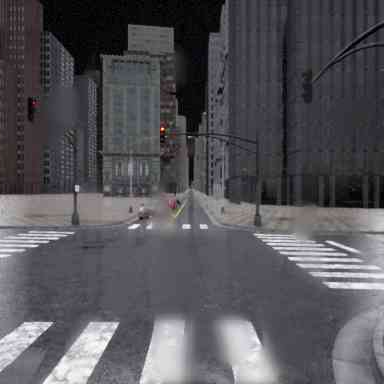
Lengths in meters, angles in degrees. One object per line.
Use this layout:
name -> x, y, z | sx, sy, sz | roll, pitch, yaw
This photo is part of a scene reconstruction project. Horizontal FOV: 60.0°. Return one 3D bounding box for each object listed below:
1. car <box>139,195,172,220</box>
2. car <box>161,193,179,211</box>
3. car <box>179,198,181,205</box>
car -> -3.117, 1.350, 27.817 | 2.097, 1.767, 4.553 | 0, 0, 1
car -> -3.092, 1.221, 41.693 | 2.150, 2.045, 5.566 | 0, 0, 0
car -> -3.027, 1.600, 60.023 | 1.895, 1.301, 4.718 | 0, 0, 1
